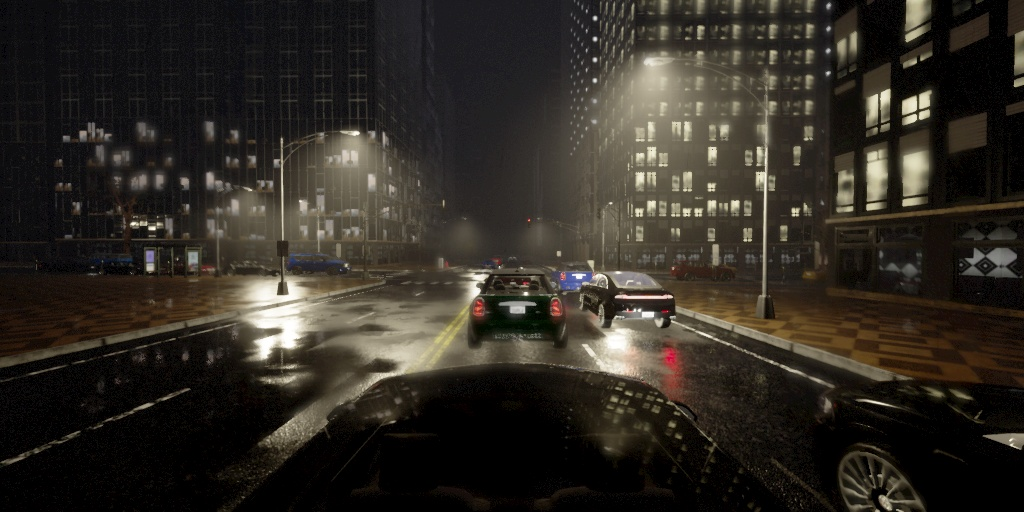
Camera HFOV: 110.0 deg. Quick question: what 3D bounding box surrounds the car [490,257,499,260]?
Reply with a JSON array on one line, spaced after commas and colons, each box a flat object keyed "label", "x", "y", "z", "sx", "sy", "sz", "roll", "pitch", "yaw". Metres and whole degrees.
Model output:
[{"label": "car", "x": -3.280, "y": 1.241, "z": 51.258, "sx": 1.812, "sy": 1.442, "sz": 4.674, "roll": 0, "pitch": 0, "yaw": 0}]

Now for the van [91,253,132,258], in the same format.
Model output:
[{"label": "van", "x": -45.236, "y": 0.605, "z": 40.360, "sx": 3.998, "sy": 1.789, "sz": 1.690, "roll": 0, "pitch": 0, "yaw": 1}]

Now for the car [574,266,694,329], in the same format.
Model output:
[{"label": "car", "x": 3.363, "y": 1.237, "z": 11.294, "sx": 2.128, "sy": 1.511, "sz": 4.902, "roll": 0, "pitch": 0, "yaw": 0}]

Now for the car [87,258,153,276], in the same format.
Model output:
[{"label": "car", "x": -34.057, "y": 1.069, "z": 31.685, "sx": 4.313, "sy": 1.339, "sz": 1.948, "roll": 0, "pitch": 0, "yaw": 1}]

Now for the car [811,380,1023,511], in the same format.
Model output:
[{"label": "car", "x": 3.344, "y": 1.242, "z": 0.902, "sx": 2.128, "sy": 1.511, "sz": 4.902, "roll": 0, "pitch": 0, "yaw": 0}]

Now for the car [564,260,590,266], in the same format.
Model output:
[{"label": "car", "x": 3.375, "y": 1.092, "z": 20.136, "sx": 2.097, "sy": 1.767, "sz": 4.553, "roll": 0, "pitch": 0, "yaw": 0}]

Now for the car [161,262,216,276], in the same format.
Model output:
[{"label": "car", "x": -28.376, "y": 1.138, "z": 31.504, "sx": 4.207, "sy": 1.307, "sz": 1.802, "roll": 0, "pitch": 0, "yaw": 1}]

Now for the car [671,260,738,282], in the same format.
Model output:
[{"label": "car", "x": 16.232, "y": 1.269, "z": 30.785, "sx": 5.009, "sy": 1.841, "sz": 2.192, "roll": 0, "pitch": 0, "yaw": 1}]

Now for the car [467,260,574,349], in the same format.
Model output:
[{"label": "car", "x": 0.111, "y": 1.099, "z": 9.320, "sx": 2.097, "sy": 1.767, "sz": 4.553, "roll": 0, "pitch": 0, "yaw": 0}]

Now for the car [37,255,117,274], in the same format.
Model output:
[{"label": "car", "x": -42.064, "y": 0.935, "z": 34.503, "sx": 5.357, "sy": 1.411, "sz": 2.033, "roll": 1, "pitch": 1, "yaw": 1}]

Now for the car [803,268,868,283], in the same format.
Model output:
[{"label": "car", "x": 27.680, "y": 1.578, "z": 30.573, "sx": 4.829, "sy": 1.417, "sz": 1.751, "roll": 0, "pitch": 0, "yaw": 1}]

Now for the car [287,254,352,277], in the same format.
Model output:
[{"label": "car", "x": -18.206, "y": 0.826, "z": 33.950, "sx": 5.566, "sy": 2.045, "sz": 2.150, "roll": 1, "pitch": 1, "yaw": 2}]

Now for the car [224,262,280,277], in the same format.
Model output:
[{"label": "car", "x": -22.692, "y": 1.174, "z": 31.364, "sx": 4.313, "sy": 1.339, "sz": 1.948, "roll": 0, "pitch": 0, "yaw": 1}]
